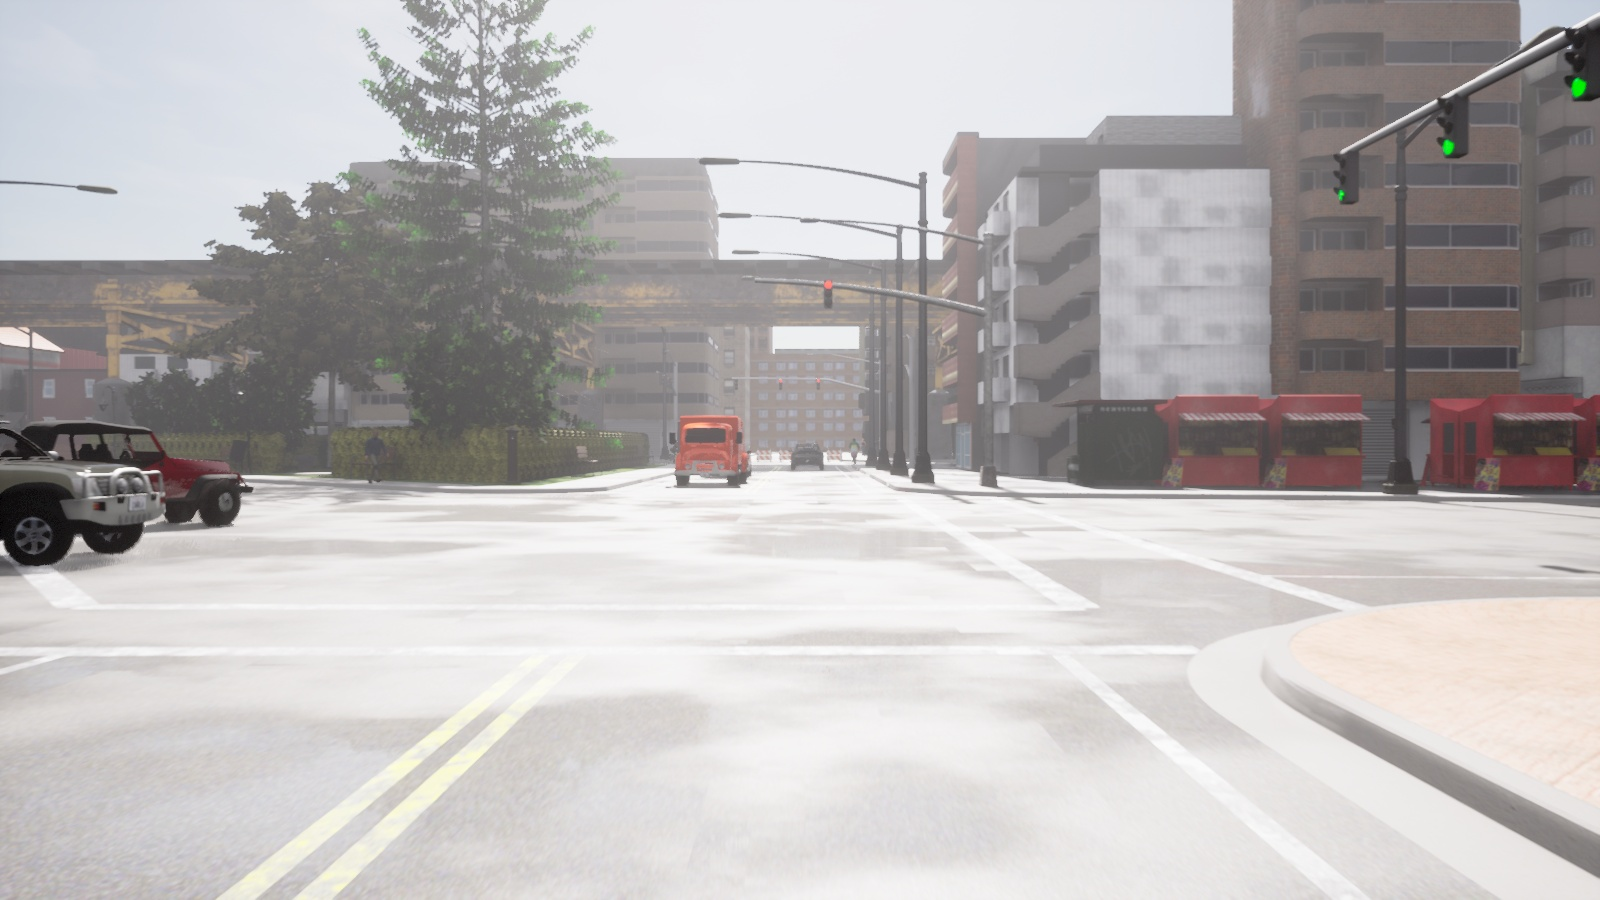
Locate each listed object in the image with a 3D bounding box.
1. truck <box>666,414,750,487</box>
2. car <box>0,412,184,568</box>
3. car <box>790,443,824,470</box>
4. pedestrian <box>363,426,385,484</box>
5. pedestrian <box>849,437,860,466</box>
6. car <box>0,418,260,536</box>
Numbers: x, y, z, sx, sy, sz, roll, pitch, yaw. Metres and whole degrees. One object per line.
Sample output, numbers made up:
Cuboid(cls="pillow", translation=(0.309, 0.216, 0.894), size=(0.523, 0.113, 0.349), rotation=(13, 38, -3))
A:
Cuboid(cls="truck", translation=(-3.228, 0.003, 45.141), size=(2.627, 2.467, 5.204), rotation=(0, 0, 0))
Cuboid(cls="car", translation=(-10.570, 0.465, 15.883), size=(4.605, 1.855, 1.932), rotation=(0, 0, 0))
Cuboid(cls="car", translation=(0.416, 0.353, 70.804), size=(1.837, 1.490, 4.892), rotation=(0, 0, 0))
Cuboid(cls="pedestrian", translation=(-13.877, 0.158, 40.907), size=(0.402, 1.842, 0.726), rotation=(0, 0, -42))
Cuboid(cls="pedestrian", translation=(3.677, 0.072, 84.847), size=(0.659, 1.952, 0.873), rotation=(0, 0, 11))
Cuboid(cls="car", translation=(-11.849, 0.408, 22.095), size=(1.905, 1.878, 3.866), rotation=(1, 1, 39))
